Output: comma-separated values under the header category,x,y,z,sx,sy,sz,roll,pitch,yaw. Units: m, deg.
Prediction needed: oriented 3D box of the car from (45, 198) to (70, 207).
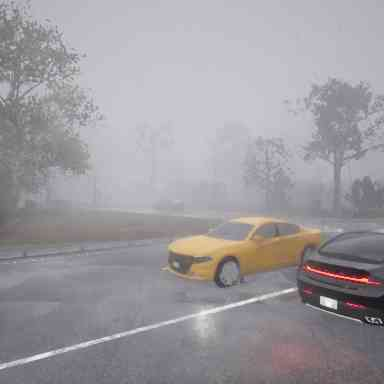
category,x,y,z,sx,sy,sz,roll,pitch,yaw
car,-22.239,1.727,54.856,5.008,1.535,1.882,-1,0,34

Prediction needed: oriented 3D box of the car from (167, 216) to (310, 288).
category,x,y,z,sx,sy,sz,roll,pitch,yaw
car,1.657,1.477,9.451,5.008,1.535,1.882,0,0,-35

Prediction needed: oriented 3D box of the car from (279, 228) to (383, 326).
category,x,y,z,sx,sy,sz,roll,pitch,yaw
car,4.144,1.505,6.671,4.892,1.490,1.837,0,0,-35

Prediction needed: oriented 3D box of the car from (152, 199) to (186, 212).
category,x,y,z,sx,sy,sz,roll,pitch,yaw
car,-2.700,1.561,38.759,1.812,1.442,4.674,0,0,-44
